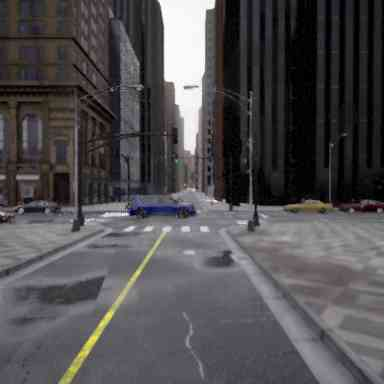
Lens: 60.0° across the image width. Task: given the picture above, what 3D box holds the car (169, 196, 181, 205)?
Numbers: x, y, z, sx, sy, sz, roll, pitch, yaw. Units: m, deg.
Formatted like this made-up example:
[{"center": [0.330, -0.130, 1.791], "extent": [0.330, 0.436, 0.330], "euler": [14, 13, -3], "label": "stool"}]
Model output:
[{"center": [-3.051, 1.438, 60.112], "extent": [1.882, 1.535, 5.008], "euler": [0, 0, 1], "label": "car"}]

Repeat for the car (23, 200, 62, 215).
[{"center": [-15.346, 1.514, 33.243], "extent": [4.403, 1.369, 2.008], "euler": [0, 1, 0], "label": "car"}]

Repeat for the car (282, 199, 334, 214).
[{"center": [11.575, 1.410, 33.343], "extent": [4.829, 1.417, 1.752], "euler": [0, 1, 0], "label": "car"}]

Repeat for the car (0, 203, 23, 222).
[{"center": [-15.344, 1.537, 24.717], "extent": [4.097, 1.590, 1.967], "euler": [0, 1, 0], "label": "car"}]

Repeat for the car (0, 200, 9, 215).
[{"center": [-21.016, 1.550, 33.222], "extent": [4.313, 1.339, 1.947], "euler": [0, 1, 0], "label": "car"}]

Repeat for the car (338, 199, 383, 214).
[{"center": [17.045, 1.417, 33.364], "extent": [4.507, 1.381, 1.887], "euler": [0, 1, 0], "label": "car"}]

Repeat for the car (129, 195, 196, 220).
[{"center": [-2.427, 1.277, 27.541], "extent": [5.566, 2.045, 2.150], "euler": [0, 0, 0], "label": "car"}]

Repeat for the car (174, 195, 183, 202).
[{"center": [-3.033, 1.488, 75.611], "extent": [2.033, 1.411, 5.357], "euler": [0, 0, 0], "label": "car"}]
